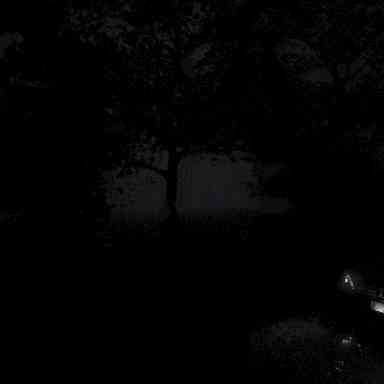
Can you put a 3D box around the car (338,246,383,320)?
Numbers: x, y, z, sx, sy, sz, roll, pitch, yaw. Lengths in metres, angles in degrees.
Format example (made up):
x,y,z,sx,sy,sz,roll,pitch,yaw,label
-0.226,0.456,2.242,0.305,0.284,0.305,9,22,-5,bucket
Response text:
x,y,z,sx,sy,sz,roll,pitch,yaw,label
4.805,1.530,6.500,4.674,1.442,1.812,0,0,-36,car
